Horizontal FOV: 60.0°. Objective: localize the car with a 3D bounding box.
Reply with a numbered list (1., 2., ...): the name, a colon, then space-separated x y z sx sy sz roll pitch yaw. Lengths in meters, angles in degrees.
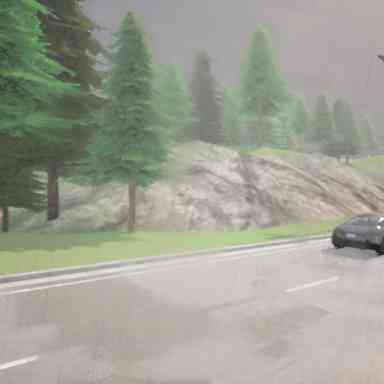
1. car: 7.512 1.582 13.437 4.181 1.385 1.994 0 0 -35
